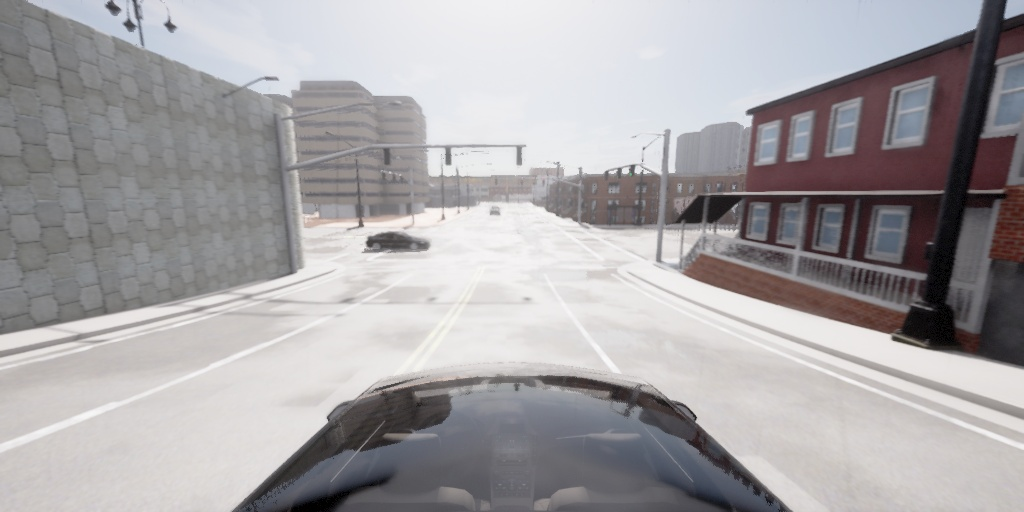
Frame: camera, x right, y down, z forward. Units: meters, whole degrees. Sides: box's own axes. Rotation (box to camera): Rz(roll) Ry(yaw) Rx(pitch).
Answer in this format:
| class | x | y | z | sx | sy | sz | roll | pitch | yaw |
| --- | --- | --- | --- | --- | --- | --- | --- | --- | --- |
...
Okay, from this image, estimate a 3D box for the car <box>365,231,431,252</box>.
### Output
| class | x | y | z | sx | sy | sz | roll | pitch | yaw |
| --- | --- | --- | --- | --- | --- | --- | --- | --- | --- |
| car | -8.863 | -1.146 | 28.027 | 4.892 | 1.490 | 1.837 | 1 | 10 | 0 |
